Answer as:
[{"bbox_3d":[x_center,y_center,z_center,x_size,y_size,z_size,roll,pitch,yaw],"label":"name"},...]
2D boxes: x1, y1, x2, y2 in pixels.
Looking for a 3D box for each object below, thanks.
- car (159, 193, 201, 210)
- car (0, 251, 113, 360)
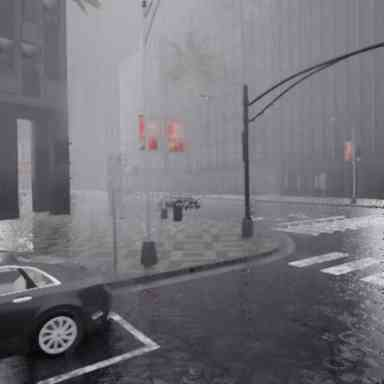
[{"bbox_3d":[-1.064,0.808,28.173,1.994,1.385,4.181,-1,2,-35],"label":"car"},{"bbox_3d":[-3.255,1.556,4.325,4.403,1.369,2.008,-2,1,-35],"label":"car"}]
